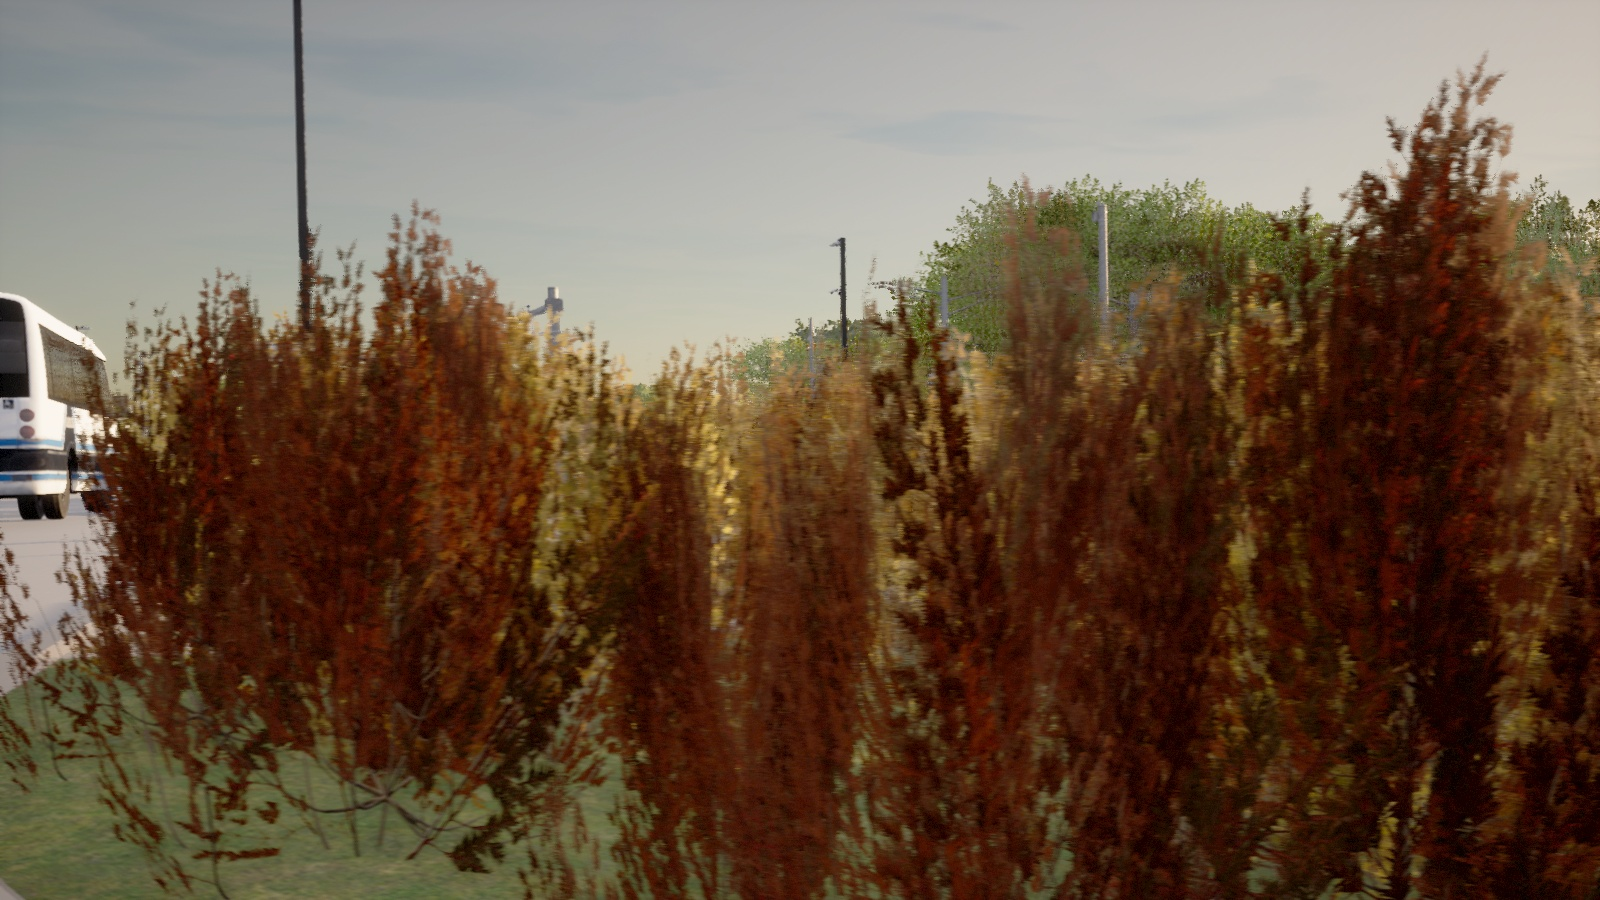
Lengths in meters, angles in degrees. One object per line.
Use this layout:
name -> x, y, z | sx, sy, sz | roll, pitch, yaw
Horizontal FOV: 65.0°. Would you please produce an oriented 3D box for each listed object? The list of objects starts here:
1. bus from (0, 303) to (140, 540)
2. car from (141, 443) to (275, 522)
bus -> -17.064, -0.352, 26.957 | 3.944, 4.253, 10.273 | -2, -1, -22
car -> -14.181, 0.778, 30.375 | 2.242, 1.667, 4.611 | -2, -1, -17
